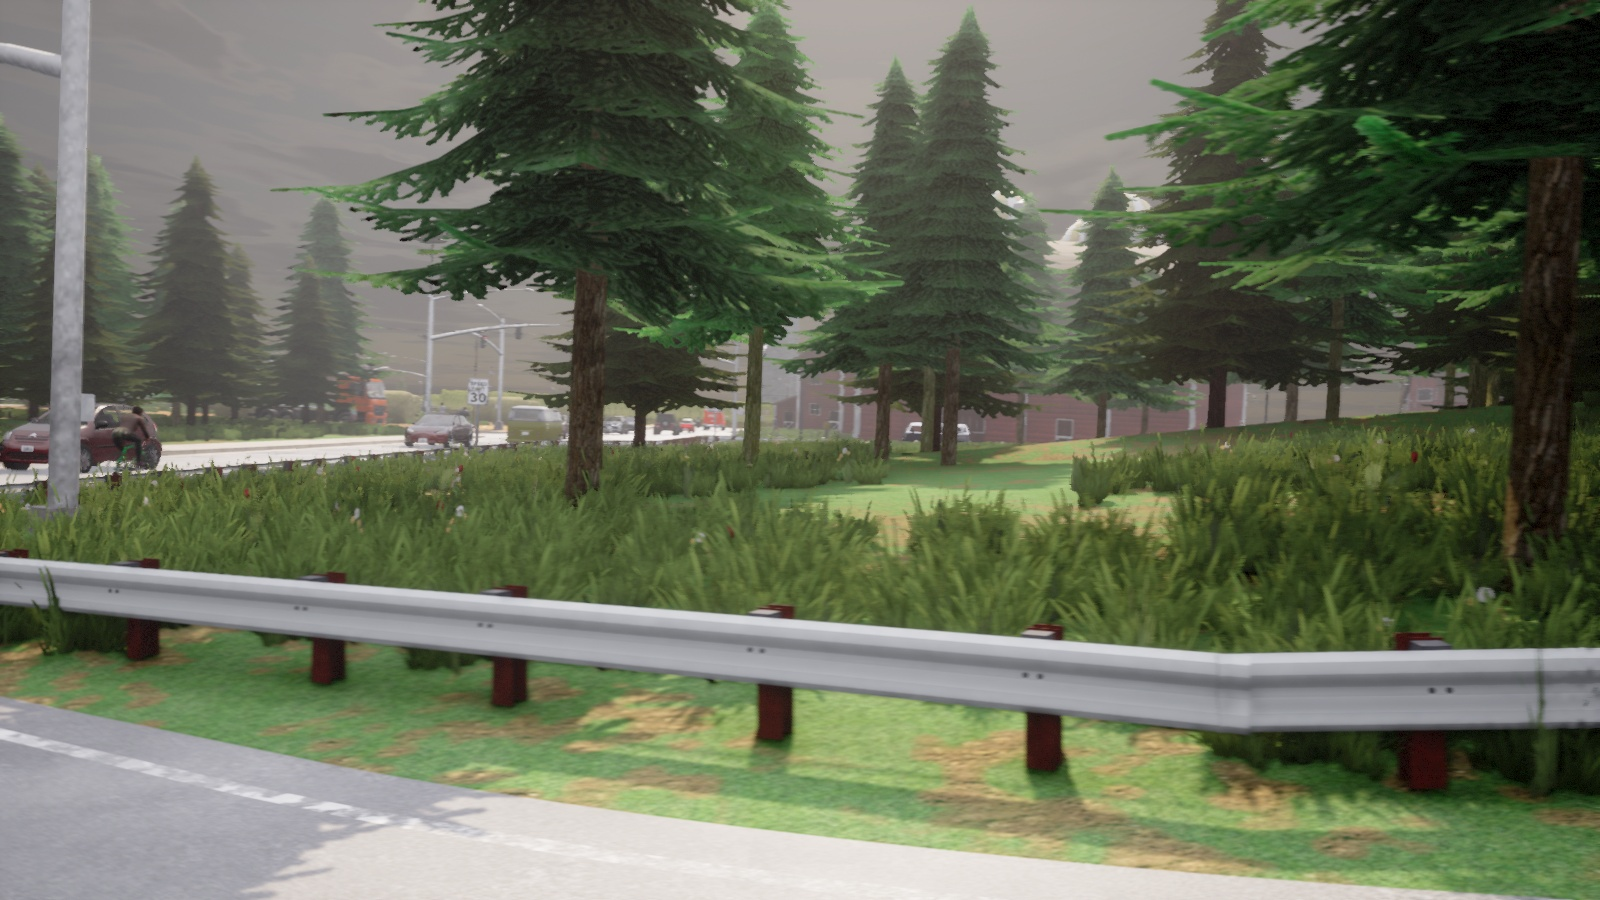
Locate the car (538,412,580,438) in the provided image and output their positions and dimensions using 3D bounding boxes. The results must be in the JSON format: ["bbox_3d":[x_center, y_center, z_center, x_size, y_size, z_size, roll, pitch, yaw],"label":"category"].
[{"bbox_3d":[-15.095,-1.591,78.880,1.789,1.549,3.705,3,2,2],"label":"car"}]

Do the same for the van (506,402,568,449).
[{"bbox_3d":[-12.159,-1.147,58.279,1.775,1.987,4.442,3,1,2],"label":"van"}]

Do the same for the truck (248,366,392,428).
[{"bbox_3d":[-30.334,-3.315,79.512,7.936,3.462,2.891,3,1,3],"label":"truck"}]

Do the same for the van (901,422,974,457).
[{"bbox_3d":[8.854,-0.704,81.280,4.480,2.038,2.069,3,1,3],"label":"van"}]

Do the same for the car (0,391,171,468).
[{"bbox_3d":[-16.948,-0.496,29.764,1.851,1.617,3.988,3,2,4],"label":"car"}]

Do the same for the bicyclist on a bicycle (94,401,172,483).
[{"bbox_3d":[-13.709,-0.178,25.850,0.582,1.620,1.656,3,1,4],"label":"bicyclist on a bicycle"}]

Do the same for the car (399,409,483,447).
[{"bbox_3d":[-15.750,-1.002,55.348,2.163,1.488,4.792,3,1,2],"label":"car"}]
